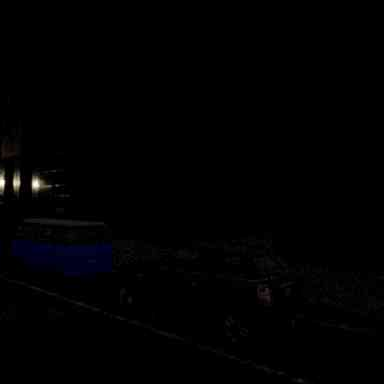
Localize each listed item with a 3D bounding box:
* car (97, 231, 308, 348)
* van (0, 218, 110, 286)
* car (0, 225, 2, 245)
[{"bbox_3d":[0.139,1.767,6.968,4.097,1.590,1.967,-1,-4,39],"label":"car"},{"bbox_3d":[-4.229,1.748,10.516,3.998,1.788,1.690,-1,-4,39],"label":"van"},{"bbox_3d":[-8.602,2.037,14.046,4.403,1.369,2.008,-1,-4,39],"label":"car"}]
